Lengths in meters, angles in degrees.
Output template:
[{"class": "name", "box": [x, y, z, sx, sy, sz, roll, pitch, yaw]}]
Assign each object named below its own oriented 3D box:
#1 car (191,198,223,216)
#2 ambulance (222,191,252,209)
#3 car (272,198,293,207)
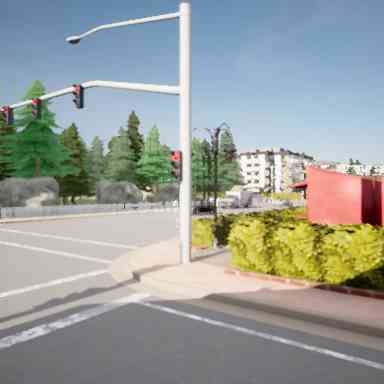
[{"class": "car", "box": [0.695, 1.573, 34.097, 2.128, 1.511, 4.902, 0, 0, 36]}, {"class": "ambulance", "box": [6.379, 1.115, 47.741, 2.351, 2.431, 6.366, 0, 0, 36]}, {"class": "car", "box": [14.391, 1.683, 52.851, 1.895, 1.301, 4.718, 0, 0, 36]}]
